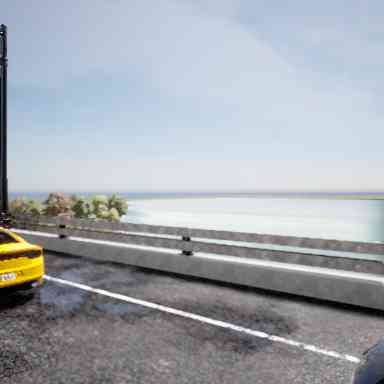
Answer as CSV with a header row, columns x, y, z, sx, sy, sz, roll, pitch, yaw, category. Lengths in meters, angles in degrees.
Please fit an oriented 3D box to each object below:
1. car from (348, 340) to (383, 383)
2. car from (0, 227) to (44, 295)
x,y,z,sx,sy,sz,roll,pitch,yaw,category
3.360,1.494,1.471,4.902,1.511,2.128,0,0,35,car
-5.515,1.481,7.838,5.008,1.535,1.882,0,0,36,car
